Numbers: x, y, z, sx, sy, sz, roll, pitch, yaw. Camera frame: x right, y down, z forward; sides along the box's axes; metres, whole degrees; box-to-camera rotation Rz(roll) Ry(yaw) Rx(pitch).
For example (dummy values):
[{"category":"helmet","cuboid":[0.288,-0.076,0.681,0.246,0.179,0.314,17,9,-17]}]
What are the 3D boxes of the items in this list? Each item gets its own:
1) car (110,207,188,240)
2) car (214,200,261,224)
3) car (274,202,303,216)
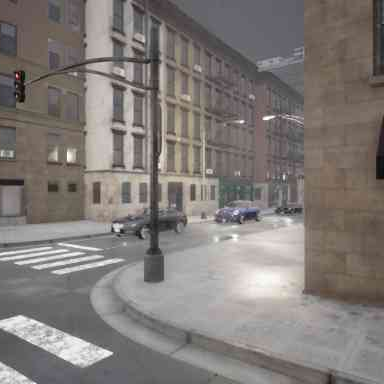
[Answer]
[{"category":"car","cuboid":[-2.161,1.568,17.842,2.128,1.511,4.902,0,0,35]},{"category":"car","cuboid":[3.631,1.480,25.993,2.097,1.767,4.553,0,0,36]},{"category":"car","cuboid":[10.360,1.791,35.419,1.895,1.301,4.718,0,0,35]}]
